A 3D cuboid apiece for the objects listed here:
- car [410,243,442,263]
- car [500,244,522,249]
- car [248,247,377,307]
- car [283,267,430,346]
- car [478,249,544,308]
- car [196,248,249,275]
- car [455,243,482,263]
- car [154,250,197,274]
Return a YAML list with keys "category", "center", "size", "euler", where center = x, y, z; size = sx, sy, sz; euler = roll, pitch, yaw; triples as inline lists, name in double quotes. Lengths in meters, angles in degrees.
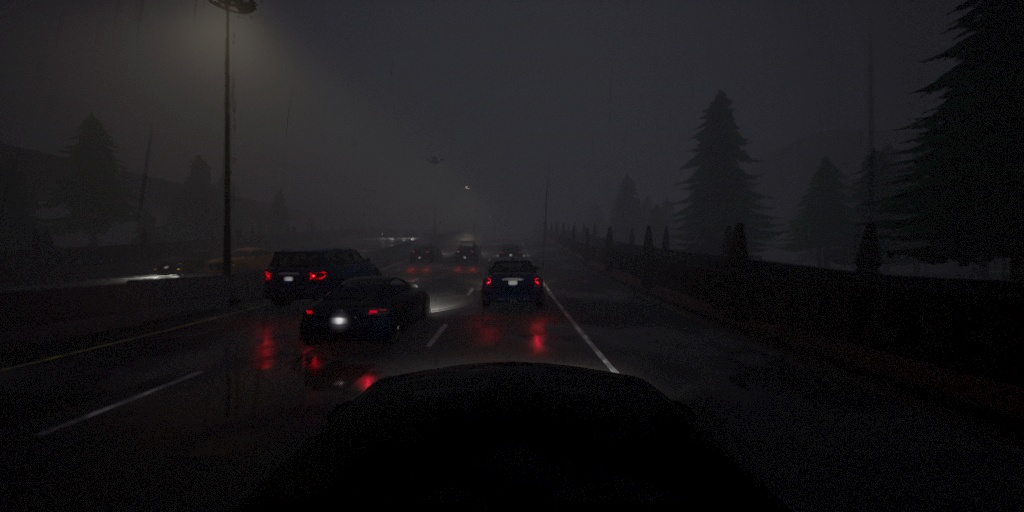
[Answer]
- category: "car"
  center: [-7.087, -0.336, 29.824]
  size: [2.128, 1.511, 4.902]
  euler: [0, 6, 0]
- category: "car"
  center: [-0.089, -0.313, 30.222]
  size: [1.994, 1.385, 4.181]
  euler: [0, 6, 0]
- category: "car"
  center: [-6.977, 0.672, 13.856]
  size: [2.150, 2.045, 5.566]
  euler: [0, 3, 0]
- category: "car"
  center: [-3.454, 1.199, 9.161]
  size: [1.994, 1.385, 4.181]
  euler: [0, 2, 0]
- category: "car"
  center: [0.020, 0.796, 13.784]
  size: [2.097, 1.767, 4.553]
  euler: [0, 3, 0]
- category: "car"
  center: [-17.741, 0.249, 23.891]
  size: [1.882, 1.535, 5.008]
  euler: [0, 5, 0]
- category: "car"
  center: [-3.586, -0.341, 29.840]
  size: [2.128, 1.511, 4.902]
  euler: [0, 6, 0]
- category: "car"
  center: [-21.242, 0.331, 23.988]
  size: [1.994, 1.385, 4.181]
  euler: [0, 5, 0]
